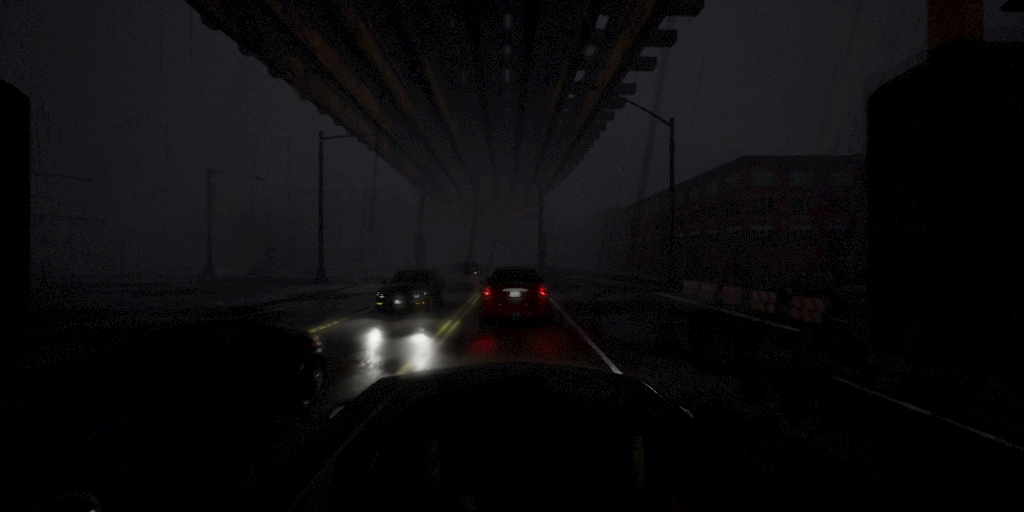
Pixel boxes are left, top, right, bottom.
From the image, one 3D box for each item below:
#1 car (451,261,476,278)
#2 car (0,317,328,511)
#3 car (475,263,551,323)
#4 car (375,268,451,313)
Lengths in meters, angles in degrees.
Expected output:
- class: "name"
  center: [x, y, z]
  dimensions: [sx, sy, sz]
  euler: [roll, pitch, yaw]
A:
- class: "car"
  center: [-4.428, 1.242, 34.130]
  dimensions: [1.837, 1.490, 4.892]
  euler: [1, 0, -29]
- class: "car"
  center: [-3.592, 1.313, 3.300]
  dimensions: [1.994, 1.385, 4.181]
  euler: [0, 0, 1]
- class: "car"
  center: [0.097, 1.098, 12.242]
  dimensions: [2.097, 1.767, 4.553]
  euler: [0, 0, 0]
- class: "car"
  center: [-3.743, 1.251, 13.962]
  dimensions: [1.837, 1.490, 4.892]
  euler: [0, 0, -2]
